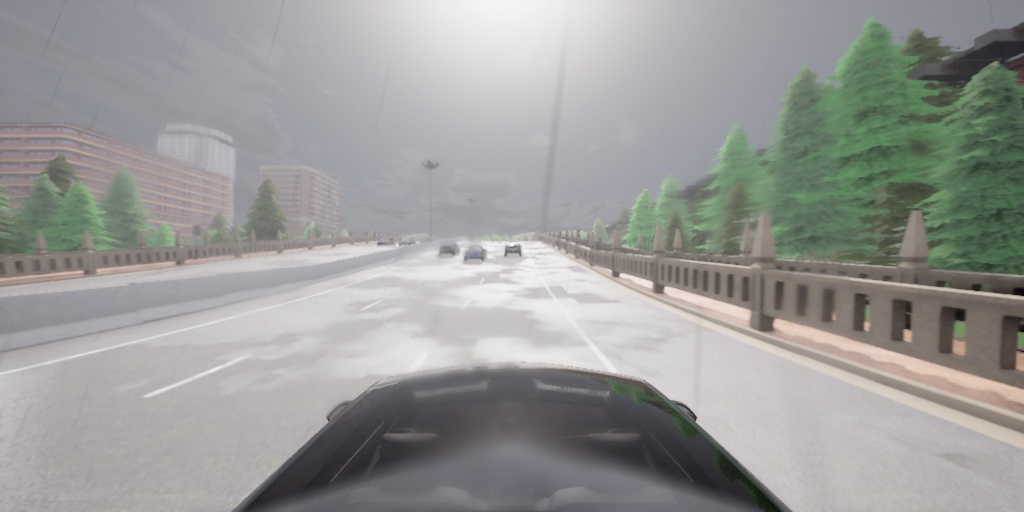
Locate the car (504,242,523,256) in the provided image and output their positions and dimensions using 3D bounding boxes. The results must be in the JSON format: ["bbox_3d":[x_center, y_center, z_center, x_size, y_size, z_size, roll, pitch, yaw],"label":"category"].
[{"bbox_3d":[0.132,-0.859,39.856,2.128,1.511,4.902,0,5,0],"label":"car"}]

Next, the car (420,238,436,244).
[{"bbox_3d":[-13.955,-2.346,59.769,1.994,1.385,4.181,0,5,1],"label":"car"}]

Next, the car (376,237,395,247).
[{"bbox_3d":[-20.941,-2.377,59.689,1.837,1.490,4.892,0,5,1],"label":"car"}]

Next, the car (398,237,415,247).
[{"bbox_3d":[-17.445,-2.370,59.738,1.812,1.442,4.674,0,5,1],"label":"car"}]

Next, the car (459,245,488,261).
[{"bbox_3d":[-3.410,-0.325,34.075,2.033,1.411,5.357,0,5,1],"label":"car"}]

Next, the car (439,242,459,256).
[{"bbox_3d":[-6.868,-0.824,39.894,1.837,1.490,4.892,0,5,0],"label":"car"}]
